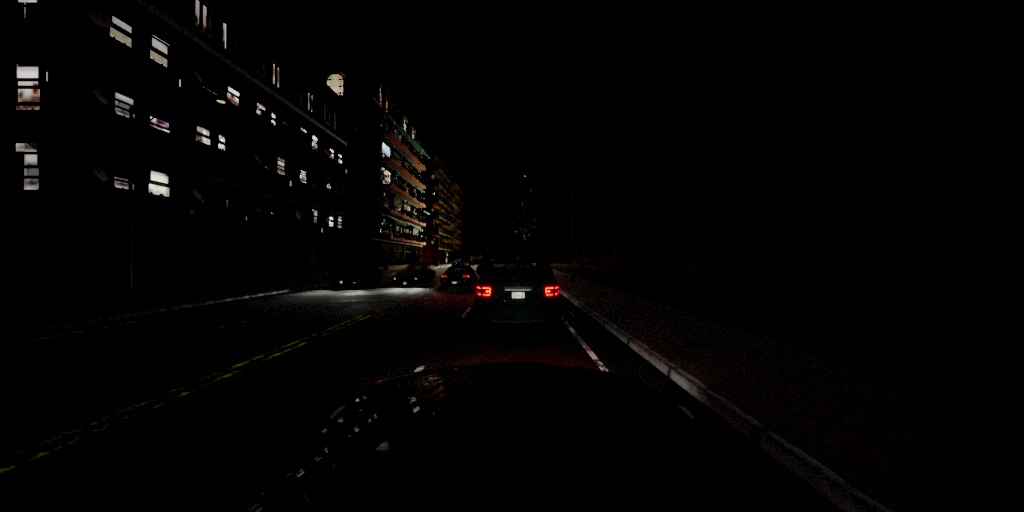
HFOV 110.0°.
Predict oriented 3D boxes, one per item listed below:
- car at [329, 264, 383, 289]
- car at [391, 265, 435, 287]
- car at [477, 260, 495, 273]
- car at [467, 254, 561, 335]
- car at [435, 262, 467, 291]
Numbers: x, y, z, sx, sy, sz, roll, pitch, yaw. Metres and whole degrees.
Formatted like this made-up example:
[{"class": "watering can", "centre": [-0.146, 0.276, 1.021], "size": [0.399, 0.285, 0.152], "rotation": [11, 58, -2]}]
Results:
[{"class": "car", "centre": [-9.854, 1.258, 23.100], "size": [1.837, 1.490, 4.892], "rotation": [0, 0, 0]}, {"class": "car", "centre": [-6.604, 1.301, 24.751], "size": [2.033, 1.411, 5.357], "rotation": [0, 0, 0]}, {"class": "car", "centre": [-3.152, 1.256, 44.147], "size": [1.837, 1.490, 4.892], "rotation": [0, -1, 0]}, {"class": "car", "centre": [0.100, 0.973, 10.715], "size": [2.150, 2.045, 5.566], "rotation": [0, 0, -1]}, {"class": "car", "centre": [-3.153, 1.279, 21.931], "size": [1.812, 1.442, 4.674], "rotation": [0, 0, 0]}]
